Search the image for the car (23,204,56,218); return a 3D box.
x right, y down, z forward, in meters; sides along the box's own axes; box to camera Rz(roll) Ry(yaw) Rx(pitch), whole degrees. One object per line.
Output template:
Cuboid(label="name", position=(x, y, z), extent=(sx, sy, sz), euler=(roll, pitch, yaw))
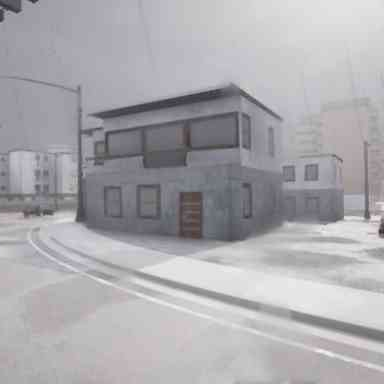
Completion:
Cuboid(label="car", position=(-17.677, 2.185, 38.772), extent=(2.128, 1.511, 4.902), euler=(-1, -2, 3))

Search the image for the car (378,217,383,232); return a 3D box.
Cuboid(label="car", position=(18.213, 2.187, 27.107), extent=(5.027, 1.636, 2.152), euler=(-1, -1, 31))
